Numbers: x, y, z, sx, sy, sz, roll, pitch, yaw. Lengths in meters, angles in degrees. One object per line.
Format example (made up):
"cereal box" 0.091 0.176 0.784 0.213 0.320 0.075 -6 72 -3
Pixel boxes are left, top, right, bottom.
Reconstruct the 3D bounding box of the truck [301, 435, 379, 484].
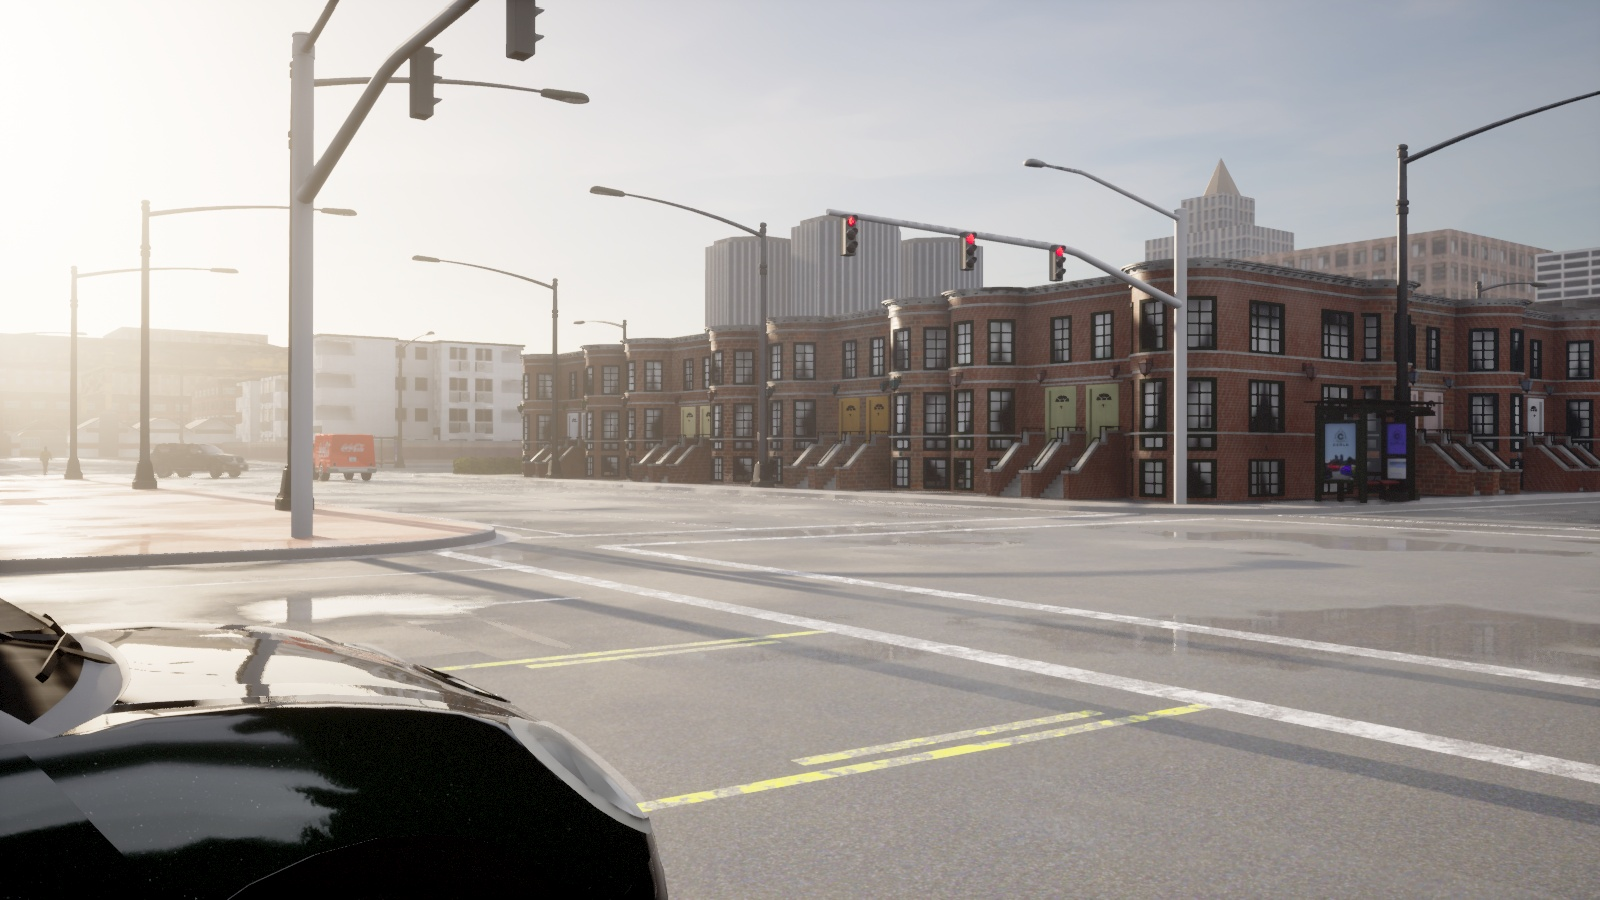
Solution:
"truck" -24.390 0.475 66.488 2.627 2.467 5.204 0 0 -35

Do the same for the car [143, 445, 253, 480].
"car" -35.233 0.744 73.577 5.566 2.045 2.150 0 -1 9

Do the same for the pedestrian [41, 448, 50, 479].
"pedestrian" -45.602 0.812 75.883 0.431 1.840 0.709 0 0 -37

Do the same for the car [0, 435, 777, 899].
"car" -2.171 0.720 2.205 3.806 1.475 1.970 0 0 -35
